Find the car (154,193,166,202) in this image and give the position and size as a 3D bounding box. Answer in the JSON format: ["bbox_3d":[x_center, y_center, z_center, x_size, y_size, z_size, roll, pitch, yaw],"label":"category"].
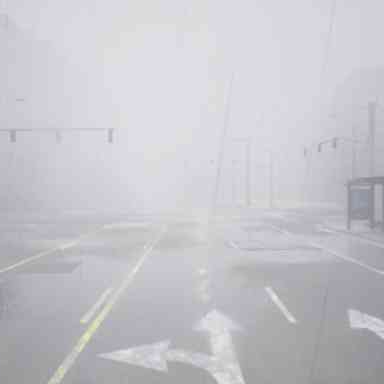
[{"bbox_3d":[-7.006,1.209,72.534,2.150,2.045,5.566,0,0,0],"label":"car"}]
